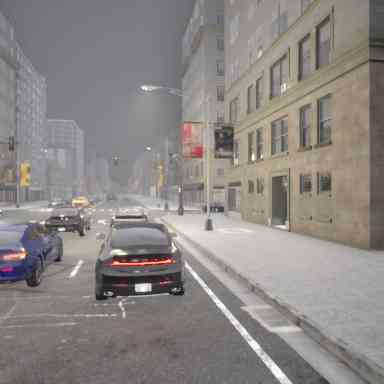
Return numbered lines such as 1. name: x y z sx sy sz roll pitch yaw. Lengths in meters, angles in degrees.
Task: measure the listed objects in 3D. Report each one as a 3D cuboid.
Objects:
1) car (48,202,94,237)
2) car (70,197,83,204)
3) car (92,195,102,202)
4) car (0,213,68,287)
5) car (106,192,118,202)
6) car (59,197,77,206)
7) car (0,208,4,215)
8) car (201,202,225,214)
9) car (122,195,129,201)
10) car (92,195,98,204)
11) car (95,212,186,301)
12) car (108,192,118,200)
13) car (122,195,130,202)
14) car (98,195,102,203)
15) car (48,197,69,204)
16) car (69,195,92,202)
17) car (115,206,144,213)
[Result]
1. car: -6.606 1.509 17.998 1.837 1.490 4.892 0 0 -11
2. car: -23.362 1.617 67.586 1.895 1.301 4.718 0 0 -11
3. car: -22.056 1.497 77.531 1.837 1.490 4.892 0 0 -11
4. car: -4.793 1.527 9.032 1.812 1.442 4.674 0 0 -11
5. car: -18.788 1.243 77.767 2.150 2.045 5.566 0 0 -11
6. car: -21.436 1.568 57.745 2.033 1.411 5.357 0 0 -11
7. car: -18.179 1.498 28.130 4.892 1.490 1.837 0 -2 23
8. car: 3.450 1.644 34.686 4.718 1.301 1.895 0 0 -11
9. car: -17.906 1.499 89.816 1.882 1.535 5.008 0 0 -11
10. car: -18.175 1.373 58.038 2.097 1.767 4.553 0 0 -12
11. car: -1.368 1.506 8.470 1.837 1.490 4.892 0 0 -11
12. car: -20.852 1.115 87.980 2.150 2.045 5.566 0 0 -11
13. car: -15.928 1.617 80.021 1.895 1.301 4.718 0 0 -11
14. car: -20.059 1.574 67.648 1.994 1.385 4.181 0 0 -11
15. car: -19.583 1.510 48.176 2.128 1.511 4.902 0 0 -14
16. car: -16.371 1.496 48.952 1.882 1.535 5.008 0 0 -11
17. car: -3.311 1.495 17.591 2.128 1.511 4.902 0 0 -11
